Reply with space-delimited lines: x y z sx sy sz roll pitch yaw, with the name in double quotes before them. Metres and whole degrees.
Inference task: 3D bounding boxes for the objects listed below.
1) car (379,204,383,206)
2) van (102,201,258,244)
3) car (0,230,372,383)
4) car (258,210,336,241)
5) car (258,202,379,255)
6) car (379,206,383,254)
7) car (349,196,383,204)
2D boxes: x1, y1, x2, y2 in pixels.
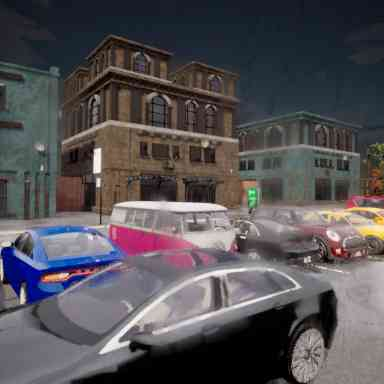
"car" 8.376 1.481 15.451 2.097 1.535 5.008 0 0 -36
"van" -0.608 1.256 8.875 1.878 1.987 4.442 0 0 -36
"car" -0.304 1.492 3.778 4.902 1.511 2.128 0 0 -36
"car" 1.592 1.483 10.584 2.231 1.521 4.892 0 0 -36
"car" 3.935 1.356 12.307 2.185 1.767 4.553 0 0 -36
"car" 6.223 1.479 13.677 1.946 1.575 5.366 0 0 -36
"car" 10.660 1.230 17.043 2.435 2.045 5.566 0 0 -36
